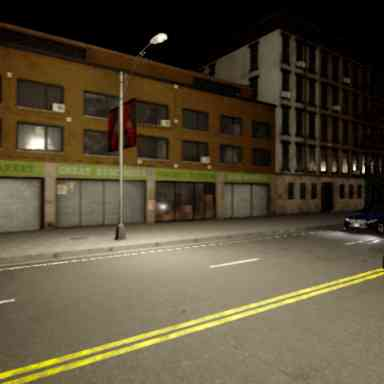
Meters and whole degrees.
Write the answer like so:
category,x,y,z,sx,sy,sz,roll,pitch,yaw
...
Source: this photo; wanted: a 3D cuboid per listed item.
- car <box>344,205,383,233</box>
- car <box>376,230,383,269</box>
category,x,y,z,sx,sy,sz,roll,pitch,yaw
car,10.750,1.515,19.229,4.674,1.442,1.812,0,0,-35
car,6.779,1.595,8.275,4.718,1.301,1.895,0,0,-35
